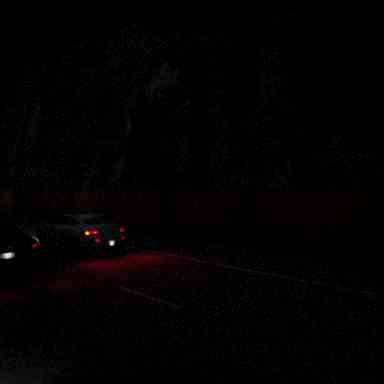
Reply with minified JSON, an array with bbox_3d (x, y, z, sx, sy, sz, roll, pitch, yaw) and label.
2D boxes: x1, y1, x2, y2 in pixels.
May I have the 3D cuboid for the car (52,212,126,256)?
[{"bbox_3d":[-4.428,1.529,13.123,4.674,1.442,1.812,0,0,44],"label":"car"}]

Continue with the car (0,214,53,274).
[{"bbox_3d":[-6.028,1.568,9.784,4.181,1.385,1.994,0,0,45],"label":"car"}]
